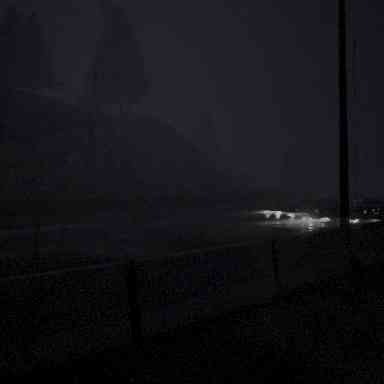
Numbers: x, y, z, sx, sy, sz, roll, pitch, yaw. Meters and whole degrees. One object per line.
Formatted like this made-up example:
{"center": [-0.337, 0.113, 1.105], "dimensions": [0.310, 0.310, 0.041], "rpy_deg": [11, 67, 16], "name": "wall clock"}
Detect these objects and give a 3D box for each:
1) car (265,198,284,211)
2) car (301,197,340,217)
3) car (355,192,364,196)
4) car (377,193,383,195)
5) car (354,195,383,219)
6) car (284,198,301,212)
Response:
{"center": [9.829, 1.312, 36.782], "dimensions": [1.994, 1.385, 4.181], "rpy_deg": [-1, 0, 41], "name": "car"}
{"center": [11.642, 1.233, 28.397], "dimensions": [2.128, 1.511, 4.902], "rpy_deg": [-1, 0, 43], "name": "car"}
{"center": [34.295, 0.727, 68.027], "dimensions": [1.812, 1.442, 4.674], "rpy_deg": [-1, 0, 26], "name": "car"}
{"center": [34.706, 0.826, 60.801], "dimensions": [2.033, 1.411, 5.357], "rpy_deg": [-1, 0, 28], "name": "car"}
{"center": [14.387, 1.210, 26.205], "dimensions": [1.837, 1.490, 4.892], "rpy_deg": [-1, 0, 43], "name": "car"}
{"center": [11.701, 1.274, 33.567], "dimensions": [2.033, 1.411, 5.357], "rpy_deg": [-1, 0, 42], "name": "car"}
